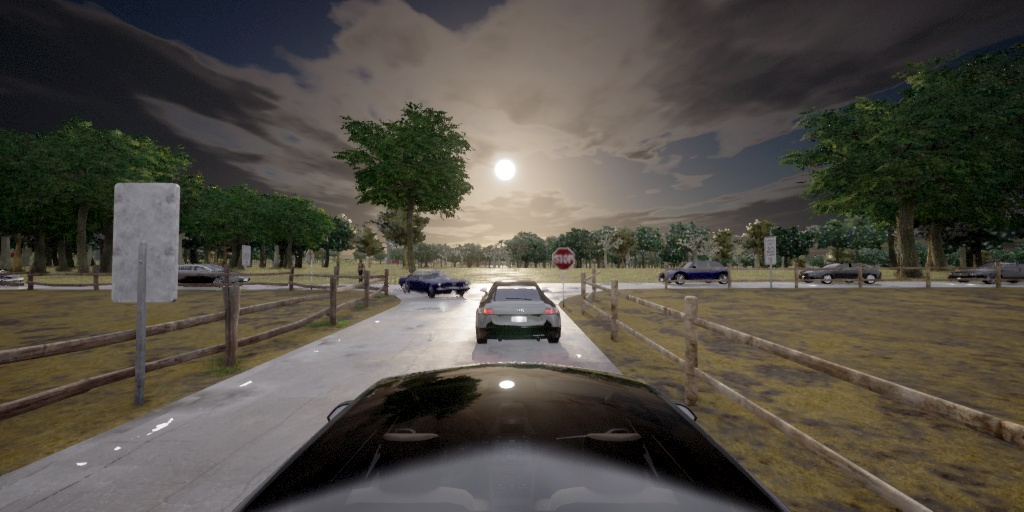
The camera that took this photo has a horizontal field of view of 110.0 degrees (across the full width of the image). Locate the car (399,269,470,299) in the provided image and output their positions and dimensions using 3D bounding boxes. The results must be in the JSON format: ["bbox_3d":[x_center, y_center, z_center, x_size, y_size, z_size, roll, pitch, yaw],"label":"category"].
[{"bbox_3d":[-4.050,1.373,18.467,1.895,1.301,4.718,0,0,-39],"label":"car"}]

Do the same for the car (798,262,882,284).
[{"bbox_3d":[23.208,1.210,25.507,4.892,1.490,1.837,0,-2,2],"label":"car"}]

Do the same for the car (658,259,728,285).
[{"bbox_3d":[12.941,1.109,25.633,4.553,1.767,2.097,0,-2,-1],"label":"car"}]

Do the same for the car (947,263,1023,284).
[{"bbox_3d":[33.845,1.183,24.683,5.357,1.411,2.033,0,-2,8],"label":"car"}]

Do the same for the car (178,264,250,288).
[{"bbox_3d":[-19.340,1.259,22.757,4.902,1.511,2.128,0,-1,0],"label":"car"}]

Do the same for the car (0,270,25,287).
[{"bbox_3d":[-34.119,1.286,22.745,4.674,1.442,1.812,0,-1,0],"label":"car"}]

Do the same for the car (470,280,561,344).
[{"bbox_3d":[0.081,1.325,9.675,1.994,1.385,4.181,0,0,-2],"label":"car"}]

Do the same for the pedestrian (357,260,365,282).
[{"bbox_3d":[-12.135,1.185,28.741,0.375,1.860,0.375,0,-1,0],"label":"pedestrian"}]
